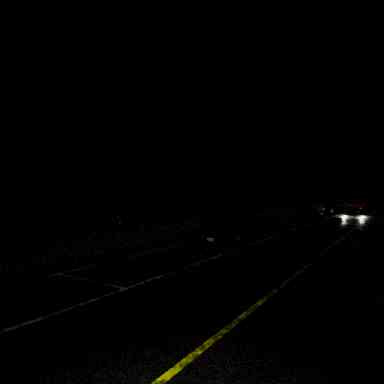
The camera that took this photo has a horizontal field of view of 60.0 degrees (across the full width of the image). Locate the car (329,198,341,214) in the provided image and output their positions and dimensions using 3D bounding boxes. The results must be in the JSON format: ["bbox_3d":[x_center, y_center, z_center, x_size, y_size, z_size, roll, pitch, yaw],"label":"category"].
[{"bbox_3d":[13.638,1.575,34.135,1.947,1.339,4.313,0,0,32],"label":"car"}]

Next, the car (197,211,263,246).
[{"bbox_3d":[1.897,1.569,15.411,1.947,1.339,4.313,0,0,32],"label":"car"}]

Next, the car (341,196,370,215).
[{"bbox_3d":[16.816,1.486,34.305,1.882,1.535,5.008,0,0,32],"label":"car"}]

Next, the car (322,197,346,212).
[{"bbox_3d":[16.573,1.450,38.816,1.967,1.590,4.097,0,0,32],"label":"car"}]

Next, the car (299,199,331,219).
[{"bbox_3d":[10.702,1.589,29.454,1.802,1.307,4.206,0,0,32],"label":"car"}]
